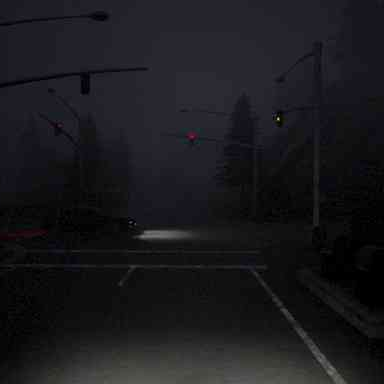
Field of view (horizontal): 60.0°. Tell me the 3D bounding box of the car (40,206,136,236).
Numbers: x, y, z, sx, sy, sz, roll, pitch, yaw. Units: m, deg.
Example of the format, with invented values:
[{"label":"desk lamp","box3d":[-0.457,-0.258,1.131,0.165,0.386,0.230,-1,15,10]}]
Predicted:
[{"label":"car","box3d":[-5.441,1.507,17.717,4.892,1.490,1.837,-1,0,-1]}]
